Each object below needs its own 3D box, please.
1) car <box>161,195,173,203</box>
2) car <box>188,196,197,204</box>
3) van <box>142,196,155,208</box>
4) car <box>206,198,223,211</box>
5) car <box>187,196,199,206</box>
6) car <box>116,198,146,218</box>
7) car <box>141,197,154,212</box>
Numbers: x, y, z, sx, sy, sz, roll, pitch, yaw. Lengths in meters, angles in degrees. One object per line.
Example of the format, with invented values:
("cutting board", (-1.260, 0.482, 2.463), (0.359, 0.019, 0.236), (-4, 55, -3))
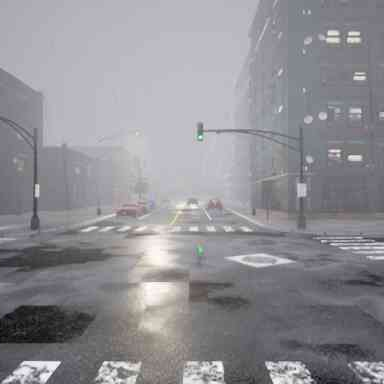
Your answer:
("car", (-5.522, 1.657, 70.172), (1.802, 1.307, 4.206), (1, 0, 0))
("car", (0.151, 1.550, 68.452), (1.882, 1.535, 5.008), (0, 0, 0))
("van", (-5.580, 1.385, 41.739), (1.690, 1.788, 3.998), (1, 0, 0))
("car", (2.798, 1.484, 41.781), (1.967, 1.590, 4.097), (1, 0, 0))
("car", (0.129, 1.566, 58.027), (1.837, 1.490, 4.892), (0, 0, 0))
("car", (-5.685, 1.576, 30.370), (1.887, 1.381, 4.507), (1, 0, 0))
("car", (-5.597, 1.582, 36.052), (1.887, 1.381, 4.507), (1, 0, 0))
